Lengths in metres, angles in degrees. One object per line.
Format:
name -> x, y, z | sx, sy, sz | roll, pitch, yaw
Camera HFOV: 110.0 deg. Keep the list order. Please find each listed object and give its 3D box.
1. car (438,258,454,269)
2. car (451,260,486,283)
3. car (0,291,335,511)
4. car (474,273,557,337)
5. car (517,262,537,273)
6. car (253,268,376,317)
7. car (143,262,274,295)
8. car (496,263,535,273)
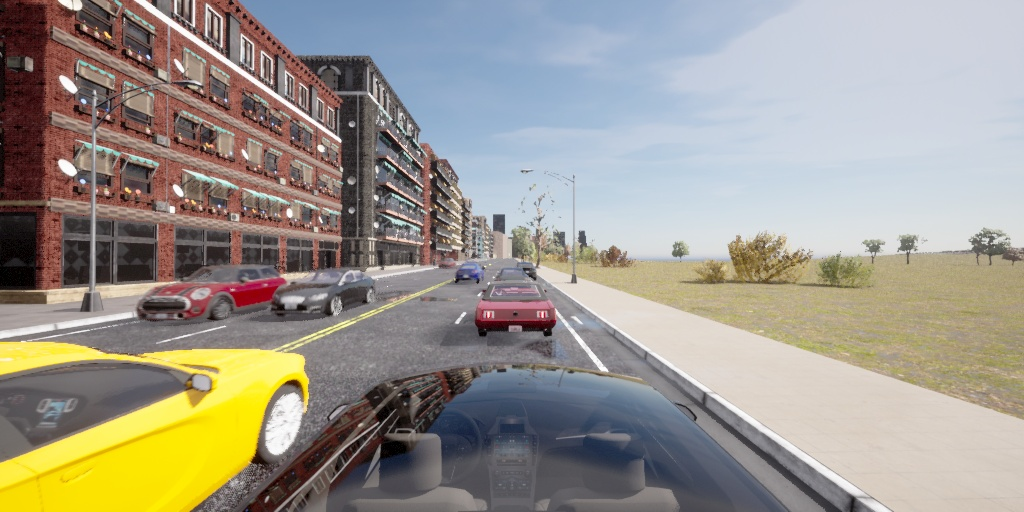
car -> -9.991, 1.105, 55.336 | 2.097, 1.767, 4.553 | 0, 0, 0
car -> -3.217, 1.279, 27.859 | 1.812, 1.442, 4.674 | 0, 0, 1
car -> -3.152, 1.228, 1.915 | 1.882, 1.535, 5.008 | 0, 0, 0
car -> 0.076, 1.352, 10.301 | 1.895, 1.301, 4.718 | 0, 0, 0
car -> 1.056, 1.259, 30.325 | 1.837, 1.490, 4.892 | 0, 0, 0
car -> -6.634, 1.243, 13.201 | 2.128, 1.511, 4.902 | 0, 0, 0
car -> -9.881, 1.104, 12.348 | 2.097, 1.767, 4.553 | 0, 0, 0
car -> 0.039, 1.317, 20.331 | 1.994, 1.385, 4.181 | 0, 0, 0
